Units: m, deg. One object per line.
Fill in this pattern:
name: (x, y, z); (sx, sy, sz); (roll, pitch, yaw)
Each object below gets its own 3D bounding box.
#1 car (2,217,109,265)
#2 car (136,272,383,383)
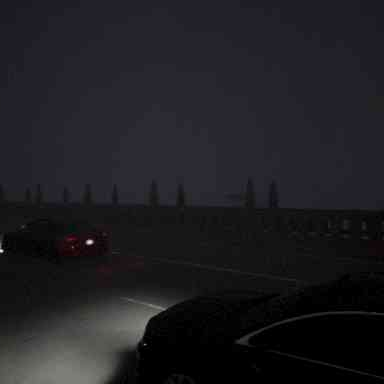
car: (-4.904, 1.577, 11.802); (4.181, 1.385, 1.994); (0, 0, 35)
car: (1.654, 1.506, 2.844); (4.892, 1.490, 1.837); (0, 0, 35)
